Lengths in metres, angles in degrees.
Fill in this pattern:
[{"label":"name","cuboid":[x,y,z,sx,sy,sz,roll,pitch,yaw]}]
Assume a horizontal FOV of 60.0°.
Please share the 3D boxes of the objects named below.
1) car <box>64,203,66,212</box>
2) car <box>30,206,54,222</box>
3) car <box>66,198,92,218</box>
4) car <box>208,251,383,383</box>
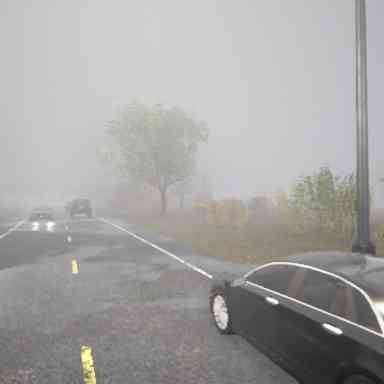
[{"label":"car","cuboid":[-17.505,2.021,48.646,2.097,1.767,4.553,0,-1,-23]},{"label":"car","cuboid":[-14.205,2.024,31.574,1.994,1.385,4.181,0,-1,-23]},{"label":"car","cuboid":[-12.460,1.732,36.960,2.150,2.045,5.566,0,0,-23]},{"label":"car","cuboid":[1.814,1.548,4.366,1.837,1.490,4.892,0,-1,-21]}]
